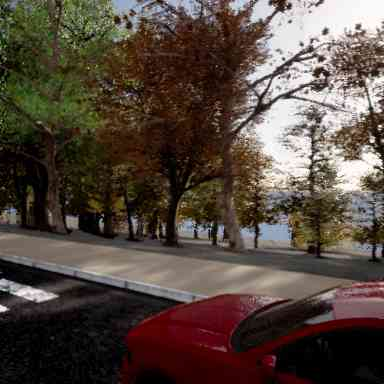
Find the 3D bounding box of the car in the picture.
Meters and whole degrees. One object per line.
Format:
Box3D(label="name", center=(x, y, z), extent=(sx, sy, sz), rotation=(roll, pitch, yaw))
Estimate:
Box3D(label="car", center=(1.602, 1.478, 2.543), extent=(5.008, 1.535, 1.882), rotation=(0, 0, 35))
